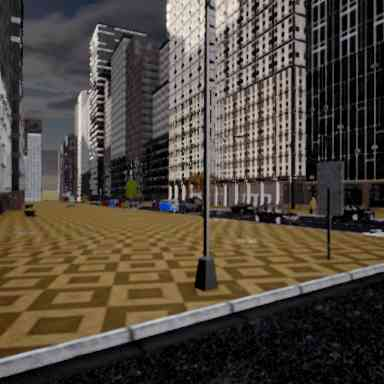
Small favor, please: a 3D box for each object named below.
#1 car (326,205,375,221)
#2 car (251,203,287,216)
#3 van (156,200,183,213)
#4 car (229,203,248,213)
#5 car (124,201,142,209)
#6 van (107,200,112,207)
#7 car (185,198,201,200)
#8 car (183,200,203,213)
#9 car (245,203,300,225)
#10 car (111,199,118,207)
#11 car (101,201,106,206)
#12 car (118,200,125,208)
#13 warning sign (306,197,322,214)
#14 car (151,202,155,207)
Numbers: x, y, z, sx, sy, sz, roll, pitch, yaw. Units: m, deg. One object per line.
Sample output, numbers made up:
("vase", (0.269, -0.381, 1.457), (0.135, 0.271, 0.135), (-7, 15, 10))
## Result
("car", (14.089, 1.822, 29.857), (2.008, 1.369, 4.403), (-1, -1, -26))
("car", (9.207, 2.034, 39.991), (1.947, 1.339, 4.313), (-1, -1, -26))
("van", (-3.230, 1.977, 46.490), (1.690, 1.788, 3.998), (-1, -1, -26))
("car", (6.766, 2.133, 45.058), (1.947, 1.339, 4.313), (-1, -1, -26))
("car", (-10.549, 2.493, 61.688), (2.008, 1.369, 4.403), (-1, -1, -26))
("van", (-17.876, 2.598, 76.890), (1.690, 1.788, 3.998), (-1, -1, -26))
("car", (-0.199, 1.966, 53.420), (2.150, 2.045, 5.566), (0, -1, -24))
("car", (-0.764, 2.189, 47.411), (2.033, 1.411, 5.357), (0, -1, -25))
("car", (6.540, 1.791, 26.219), (2.008, 1.369, 4.403), (-1, -1, -26))
("car", (-15.432, 2.696, 71.822), (1.887, 1.381, 4.507), (-1, -1, -26))
("car", (-22.755, 3.014, 87.021), (1.887, 1.381, 4.507), (-1, -1, -26))
("car", (-12.918, 2.569, 66.602), (1.752, 1.417, 4.829), (-1, -1, -26))
("warning sign", (13.445, 1.509, 36.736), (1.300, 1.860, 1.060), (1, -1, -26))
("car", (-7.882, 2.765, 75.458), (1.802, 1.307, 4.206), (-1, -1, -26))
